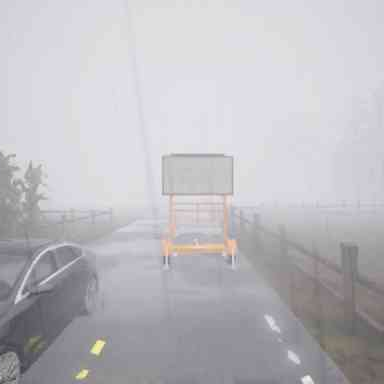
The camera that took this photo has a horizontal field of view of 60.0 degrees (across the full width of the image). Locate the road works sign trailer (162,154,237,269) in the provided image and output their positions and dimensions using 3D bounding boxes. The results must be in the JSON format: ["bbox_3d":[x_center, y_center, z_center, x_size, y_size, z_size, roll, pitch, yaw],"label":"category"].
[{"bbox_3d":[0.186,0.509,11.316,2.380,3.560,2.880,0,0,-2],"label":"road works sign trailer"}]

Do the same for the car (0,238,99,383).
[{"bbox_3d":[-2.748,1.506,4.747,2.128,1.511,4.902,0,0,0],"label":"car"}]
